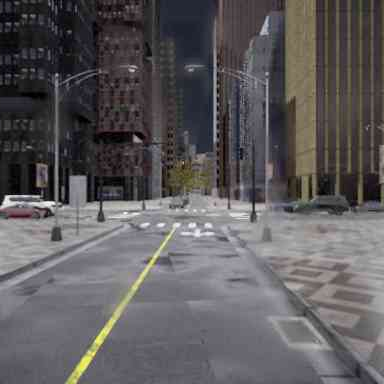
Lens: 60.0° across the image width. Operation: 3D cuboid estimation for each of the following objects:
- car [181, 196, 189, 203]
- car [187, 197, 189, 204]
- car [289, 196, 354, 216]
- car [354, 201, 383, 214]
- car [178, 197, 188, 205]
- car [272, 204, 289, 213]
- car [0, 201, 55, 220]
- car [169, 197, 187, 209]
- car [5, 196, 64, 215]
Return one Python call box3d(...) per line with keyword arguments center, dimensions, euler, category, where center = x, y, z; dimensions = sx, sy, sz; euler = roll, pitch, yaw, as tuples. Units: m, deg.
box3d(center=(-1.726, 1.879, 80.961), dimensions=(1.882, 1.535, 5.008), euler=(0, 0, 1), category="car")
box3d(center=(-2.097, 1.789, 60.402), dimensions=(2.128, 1.511, 4.902), euler=(0, 0, 1), category="car")
box3d(center=(13.661, 1.412, 35.322), dimensions=(5.566, 2.045, 2.150), euler=(0, 0, 1), category="car")
box3d(center=(20.549, 1.774, 38.433), dimensions=(4.181, 1.385, 1.994), euler=(0, 0, 0), category="car")
box3d(center=(-1.879, 1.849, 70.586), dimensions=(1.837, 1.490, 4.892), euler=(0, 0, 1), category="car")
box3d(center=(11.736, 1.798, 38.611), dimensions=(4.718, 1.301, 1.895), euler=(0, 0, 1), category="car")
box3d(center=(-14.552, 1.701, 29.189), dimensions=(4.181, 1.385, 1.994), euler=(0, 0, 1), category="car")
box3d(center=(-2.270, 1.600, 50.353), dimensions=(2.097, 1.767, 4.553), euler=(0, 0, 1), category="car")
box3d(center=(-15.478, 1.368, 32.457), dimensions=(5.566, 2.045, 2.150), euler=(0, 0, 1), category="car")
